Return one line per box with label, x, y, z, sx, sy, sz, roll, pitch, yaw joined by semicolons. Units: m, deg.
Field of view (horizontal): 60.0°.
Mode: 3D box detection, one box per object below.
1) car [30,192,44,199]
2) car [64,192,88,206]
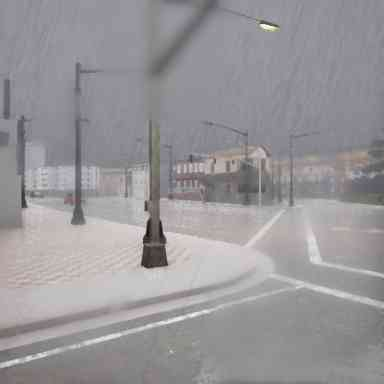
car;-31.135;0.642;66.640;1.812;1.442;4.674;0;0;-36
car;-16.005;0.875;45.778;2.097;1.767;4.553;0;1;-36
